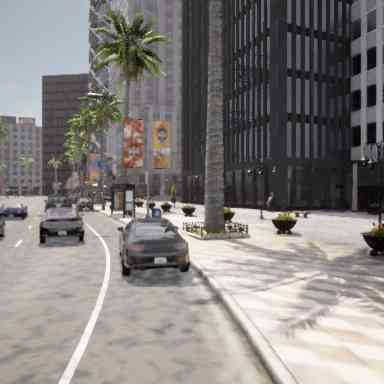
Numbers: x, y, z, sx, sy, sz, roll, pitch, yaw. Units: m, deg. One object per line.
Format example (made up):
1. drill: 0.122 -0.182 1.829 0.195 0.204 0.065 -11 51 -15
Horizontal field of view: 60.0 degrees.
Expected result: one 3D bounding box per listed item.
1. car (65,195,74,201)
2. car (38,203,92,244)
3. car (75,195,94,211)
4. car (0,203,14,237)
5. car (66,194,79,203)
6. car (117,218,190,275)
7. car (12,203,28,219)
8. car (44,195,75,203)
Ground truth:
1. car: -32.534 1.487 88.208 2.161 1.482 4.786 0 0 -23
2. car: -6.270 1.491 16.040 2.128 1.511 4.902 0 0 -22
3. car: -13.162 1.471 40.701 2.231 1.521 4.892 0 0 -23
4. car: -9.515 1.487 14.729 2.128 1.511 4.902 0 0 -22
5. car: -24.412 1.335 67.836 2.185 1.767 4.553 0 0 -23
6. car: -1.312 1.524 10.435 1.812 1.442 4.674 0 0 -13
7. car: -15.282 1.604 28.626 1.895 1.301 4.718 0 0 -23
8. car: -12.049 1.249 29.968 2.150 2.045 5.566 0 0 -23
